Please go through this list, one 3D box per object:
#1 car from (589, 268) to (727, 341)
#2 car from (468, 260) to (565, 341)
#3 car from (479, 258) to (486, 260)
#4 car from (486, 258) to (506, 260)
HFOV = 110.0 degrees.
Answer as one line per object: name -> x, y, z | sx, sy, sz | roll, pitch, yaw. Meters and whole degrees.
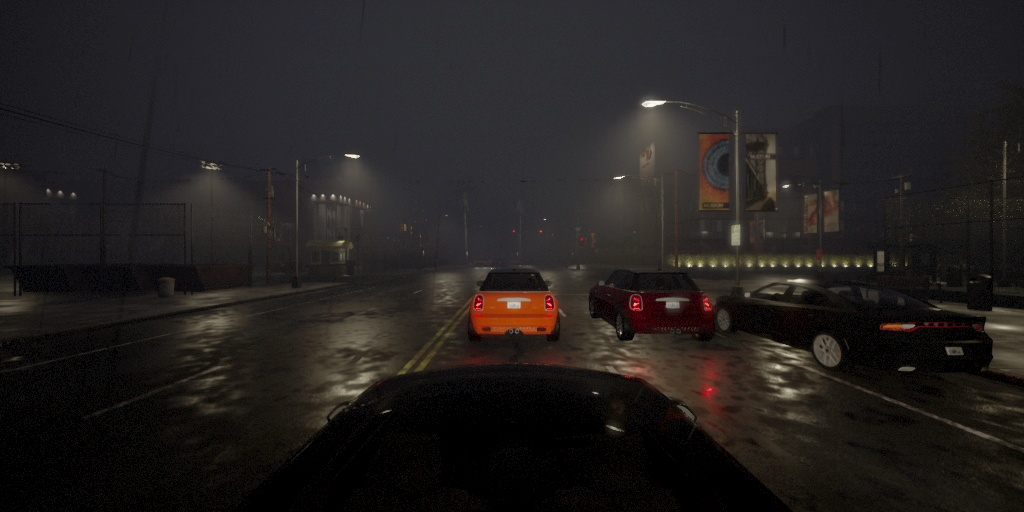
car -> 3.561, 1.102, 10.028 | 2.097, 1.767, 4.553 | 0, 0, 0
car -> 0.061, 1.102, 10.011 | 2.097, 1.767, 4.553 | 0, 0, 0
car -> -5.115, 1.101, 64.721 | 2.097, 1.767, 4.553 | 0, 0, 16
car -> -2.252, 1.102, 61.937 | 2.097, 1.767, 4.553 | 0, 0, 15
